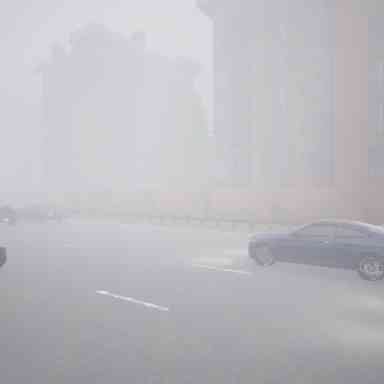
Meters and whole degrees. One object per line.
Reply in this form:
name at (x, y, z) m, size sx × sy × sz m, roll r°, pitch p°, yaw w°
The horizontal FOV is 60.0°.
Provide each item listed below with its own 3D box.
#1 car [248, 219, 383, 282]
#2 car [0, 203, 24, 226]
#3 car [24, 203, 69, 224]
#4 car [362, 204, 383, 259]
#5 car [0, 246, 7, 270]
car at (3.945, 1.526, 9.775) m, size 4.674 × 1.442 × 1.812 m, roll 0°, pitch 0°, yaw 36°
car at (-13.583, 1.503, 22.277) m, size 4.892 × 1.490 × 1.837 m, roll -1°, pitch 0°, yaw 36°
car at (-11.519, 1.547, 25.107) m, size 5.357 × 1.411 × 2.033 m, roll 0°, pitch 0°, yaw 36°
car at (8.294, 1.352, 10.973) m, size 4.553 × 1.767 × 2.097 m, roll 0°, pitch 0°, yaw 36°
car at (-7.091, 1.601, 9.051) m, size 4.718 × 1.301 × 1.895 m, roll 0°, pitch 0°, yaw 36°
